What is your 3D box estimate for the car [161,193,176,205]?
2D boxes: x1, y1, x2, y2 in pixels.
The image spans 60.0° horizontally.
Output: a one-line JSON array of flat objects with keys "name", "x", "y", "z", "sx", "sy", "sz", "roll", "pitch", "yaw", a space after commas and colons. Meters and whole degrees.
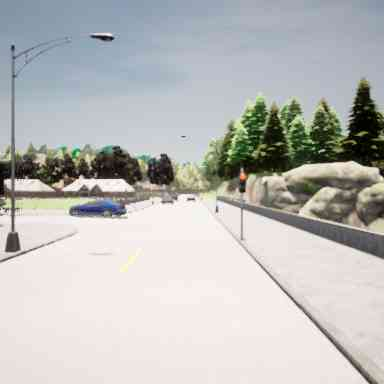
[{"name": "car", "x": -4.189, "y": 1.394, "z": 57.520, "sx": 1.812, "sy": 1.442, "sz": 4.674, "roll": 0, "pitch": 0, "yaw": 0}]

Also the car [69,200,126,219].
[{"name": "car", "x": -8.119, "y": 1.413, "z": 28.591, "sx": 5.008, "sy": 1.535, "sz": 1.882, "roll": 0, "pitch": -1, "yaw": 16}]

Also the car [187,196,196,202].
[{"name": "car", "x": -0.163, "y": 1.391, "z": 68.963, "sx": 1.895, "sy": 1.301, "sz": 4.718, "roll": 0, "pitch": 0, "yaw": 0}]

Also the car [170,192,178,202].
[{"name": "car", "x": -4.174, "y": 1.055, "z": 73.584, "sx": 2.150, "sy": 2.045, "sz": 5.566, "roll": 0, "pitch": 0, "yaw": 0}]
